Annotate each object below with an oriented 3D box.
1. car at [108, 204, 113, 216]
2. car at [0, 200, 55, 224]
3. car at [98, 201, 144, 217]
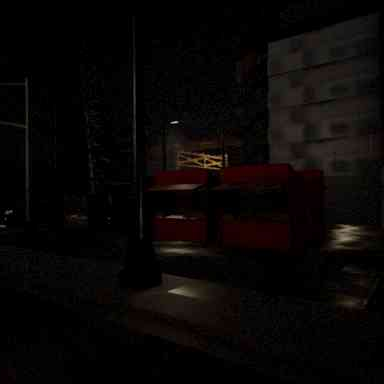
[{"bbox_3d":[-5.553,1.612,30.095,1.812,1.442,4.674,-1,-1,36],"label":"car"},{"bbox_3d":[-12.900,1.491,26.270,2.097,1.767,4.553,-1,-1,36],"label":"car"},{"bbox_3d":[-7.191,1.663,34.121,1.812,1.442,4.674,-1,-1,36],"label":"car"}]
